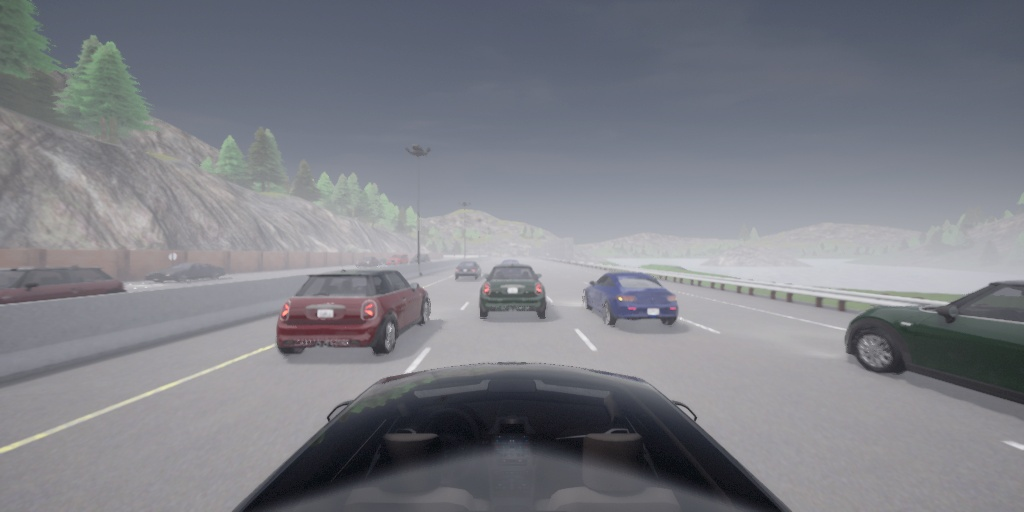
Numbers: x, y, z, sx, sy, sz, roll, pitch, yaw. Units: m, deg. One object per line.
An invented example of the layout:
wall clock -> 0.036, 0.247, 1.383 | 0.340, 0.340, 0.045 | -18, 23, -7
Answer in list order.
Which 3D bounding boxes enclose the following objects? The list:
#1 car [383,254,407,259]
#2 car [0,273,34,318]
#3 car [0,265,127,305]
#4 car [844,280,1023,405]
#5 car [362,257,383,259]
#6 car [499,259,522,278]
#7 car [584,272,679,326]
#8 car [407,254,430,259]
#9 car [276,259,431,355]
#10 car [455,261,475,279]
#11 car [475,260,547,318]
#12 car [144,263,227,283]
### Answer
car -> -17.931, 0.724, 56.739 | 2.150, 2.045, 5.566 | 0, 0, 0
car -> -17.649, 1.310, 9.806 | 2.033, 1.411, 5.357 | 0, 0, 0
car -> -14.152, 1.100, 10.258 | 2.097, 1.767, 4.553 | 0, 0, 0
car -> 7.018, 1.063, 4.540 | 2.097, 1.767, 4.553 | 0, 0, 0
car -> -21.428, 0.885, 53.329 | 2.097, 1.767, 4.553 | 0, 0, 0
car -> -0.113, 1.059, 32.106 | 1.882, 1.535, 5.008 | 0, 0, 0
car -> 3.526, 1.211, 11.266 | 1.812, 1.442, 4.674 | 0, 0, 0
car -> -14.439, 0.711, 56.871 | 2.150, 2.045, 5.566 | 0, 0, 0
car -> -3.468, 1.074, 8.787 | 2.097, 1.767, 4.553 | 0, 0, 0
car -> -3.597, 1.152, 29.966 | 2.033, 1.411, 5.357 | 0, 0, 0
car -> 0.015, 1.040, 12.879 | 2.097, 1.767, 4.553 | 0, 0, 0
car -> -24.777, 1.235, 27.582 | 2.033, 1.411, 5.357 | 0, 0, 0
